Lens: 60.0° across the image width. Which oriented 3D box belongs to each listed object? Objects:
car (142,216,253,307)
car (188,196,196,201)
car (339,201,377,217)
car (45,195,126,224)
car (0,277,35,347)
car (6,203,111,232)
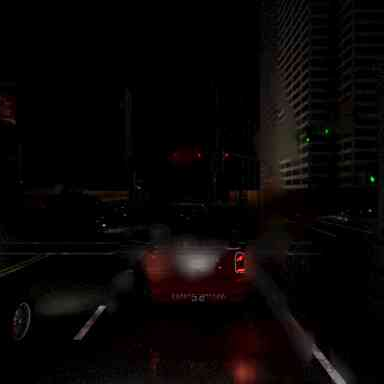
[{"bbox_3d":[0.105,1.352,8.125,2.097,1.767,4.553,0,0,0],"label":"car"},{"bbox_3d":[0.057,1.595,83.474,1.895,1.301,4.718,0,0,0],"label":"car"},{"bbox_3d":[16.291,1.547,30.177,5.357,1.411,2.033,0,0,0],"label":"car"},{"bbox_3d":[-7.400,1.221,22.868,5.566,2.045,2.150,0,0,0],"label":"car"},{"bbox_3d":[-3.396,1.526,3.350,1.812,1.442,4.674,0,0,0],"label":"car"},{"bbox_3d":[-7.802,1.547,19.364,5.357,1.411,2.033,0,0,0],"label":"car"}]
